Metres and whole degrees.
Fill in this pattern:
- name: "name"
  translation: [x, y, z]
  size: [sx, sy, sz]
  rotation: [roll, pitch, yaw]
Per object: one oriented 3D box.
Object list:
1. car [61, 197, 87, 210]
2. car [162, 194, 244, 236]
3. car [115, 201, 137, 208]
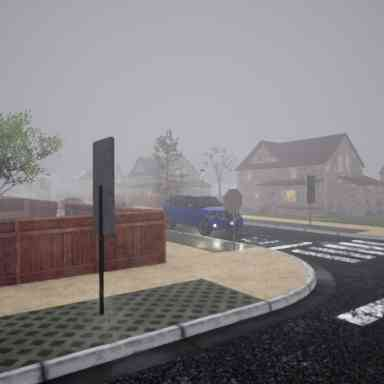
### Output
- name: "car"
  translation: [-13.622, 1.319, 38.241]
  size: [1.882, 1.535, 5.008]
  rotation: [0, 1, -35]
- name: "car"
  translation: [0.379, 1.167, 18.577]
  size: [2.150, 2.045, 5.566]
  rotation: [0, 0, -36]
- name: "car"
  translation: [-5.706, 1.461, 27.145]
  size: [1.994, 1.385, 4.181]
  rotation: [0, 0, -36]
